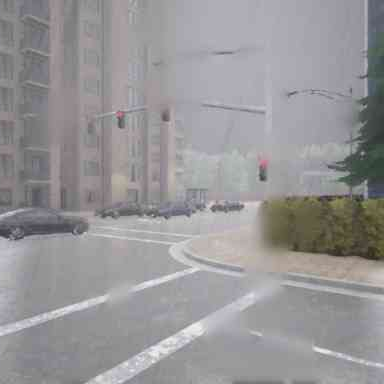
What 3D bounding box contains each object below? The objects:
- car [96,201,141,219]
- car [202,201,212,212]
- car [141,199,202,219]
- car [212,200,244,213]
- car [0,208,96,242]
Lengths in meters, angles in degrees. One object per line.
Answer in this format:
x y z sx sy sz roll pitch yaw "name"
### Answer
-6.016 1.547 29.452 2.033 1.411 5.357 0 0 36 "car"
-0.325 1.491 37.250 2.128 1.511 4.902 0 0 36 "car"
-1.680 1.547 29.459 2.033 1.411 5.357 0 0 36 "car"
3.974 1.601 37.201 1.895 1.301 4.718 0 0 36 "car"
-7.500 1.526 16.485 4.674 1.442 1.812 0 0 -41 "car"
